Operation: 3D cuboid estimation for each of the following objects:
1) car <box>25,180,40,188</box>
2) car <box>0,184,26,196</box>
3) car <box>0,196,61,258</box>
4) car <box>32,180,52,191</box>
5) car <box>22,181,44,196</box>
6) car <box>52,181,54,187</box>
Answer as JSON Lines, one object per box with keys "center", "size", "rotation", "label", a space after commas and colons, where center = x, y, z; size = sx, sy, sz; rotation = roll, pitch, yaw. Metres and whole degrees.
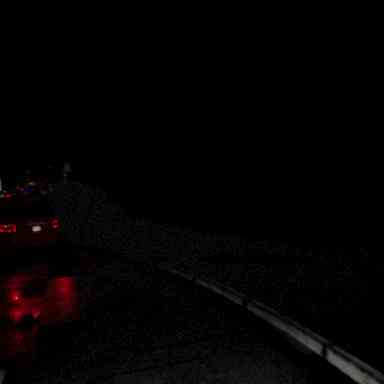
{"center": [-32.151, -1.729, 67.119], "size": [2.033, 1.411, 5.357], "rotation": [-1, 4, -19], "label": "car"}
{"center": [-20.515, 0.382, 37.052], "size": [2.097, 1.767, 4.553], "rotation": [-1, 4, -13], "label": "car"}
{"center": [-7.106, 1.283, 12.233], "size": [5.566, 2.045, 2.150], "rotation": [-1, 0, 37], "label": "car"}
{"center": [-26.118, -1.006, 58.061], "size": [1.882, 1.535, 5.008], "rotation": [-1, 4, -17], "label": "car"}
{"center": [-23.354, -0.321, 48.431], "size": [1.882, 1.535, 5.008], "rotation": [-1, 4, -15], "label": "car"}
{"center": [-29.169, -1.794, 67.665], "size": [2.128, 1.511, 4.902], "rotation": [-1, 4, -19], "label": "car"}
